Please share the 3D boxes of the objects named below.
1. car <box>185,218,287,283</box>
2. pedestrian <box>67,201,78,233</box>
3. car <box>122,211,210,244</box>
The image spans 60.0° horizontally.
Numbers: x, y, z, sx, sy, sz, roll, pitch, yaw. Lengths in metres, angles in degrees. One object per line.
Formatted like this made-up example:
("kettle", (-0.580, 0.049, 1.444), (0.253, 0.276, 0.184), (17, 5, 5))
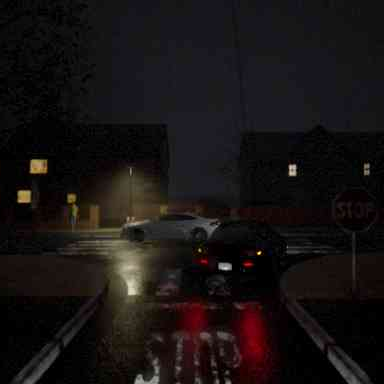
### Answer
("car", (1.570, 1.528, 9.787), (1.812, 1.442, 4.674), (-1, 0, 21))
("pedestrian", (-6.720, 1.381, 18.892), (0.375, 1.860, 0.375), (0, -1, 1))
("car", (-0.951, 1.637, 15.896), (4.674, 1.442, 1.812), (0, -1, 1))
